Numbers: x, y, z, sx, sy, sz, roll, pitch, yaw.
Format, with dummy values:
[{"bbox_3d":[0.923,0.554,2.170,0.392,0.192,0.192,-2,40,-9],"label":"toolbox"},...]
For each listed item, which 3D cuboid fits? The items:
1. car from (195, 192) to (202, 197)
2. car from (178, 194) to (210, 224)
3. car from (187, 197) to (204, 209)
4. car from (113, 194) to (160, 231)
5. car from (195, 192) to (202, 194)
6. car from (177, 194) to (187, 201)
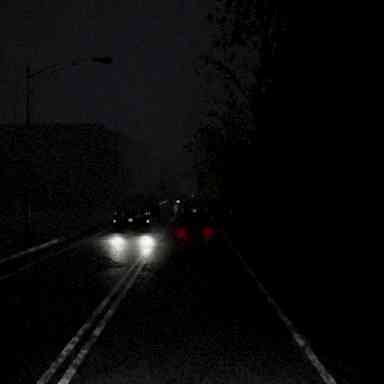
[{"bbox_3d":[1.798,0.722,91.787,1.812,1.442,4.674,0,1,2],"label":"car"},{"bbox_3d":[0.192,1.261,23.706,2.097,1.767,4.553,0,0,1],"label":"car"},{"bbox_3d":[0.483,1.348,43.159,2.033,1.411,5.357,0,0,1],"label":"car"},{"bbox_3d":[-3.245,1.147,20.541,2.150,2.045,5.566,0,0,1],"label":"car"},{"bbox_3d":[1.496,1.046,81.818,1.895,1.301,4.718,0,1,2],"label":"car"},{"bbox_3d":[-2.064,1.149,72.095,1.895,1.301,4.718,0,1,2],"label":"car"}]
